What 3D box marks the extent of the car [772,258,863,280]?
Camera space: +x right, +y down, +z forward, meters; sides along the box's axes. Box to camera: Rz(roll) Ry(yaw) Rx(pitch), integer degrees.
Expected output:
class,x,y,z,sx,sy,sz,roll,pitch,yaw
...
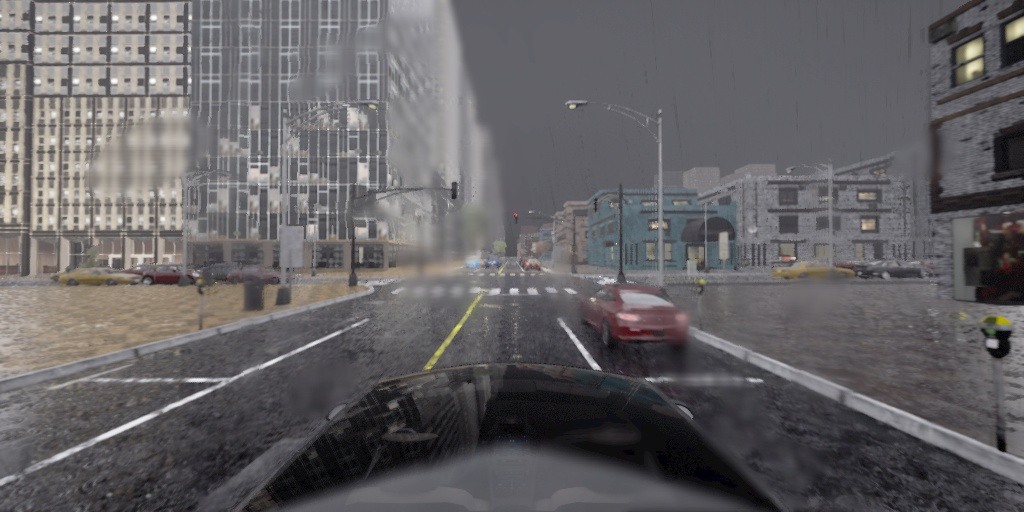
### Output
class,x,y,z,sx,sy,sz,roll,pitch,yaw
car,20.689,0.969,24.648,4.829,1.417,1.751,0,0,1

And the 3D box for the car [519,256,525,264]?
class,x,y,z,sx,sy,sz,roll,pitch,yaw
car,2.690,1.001,58.201,2.192,1.841,5.009,0,0,0

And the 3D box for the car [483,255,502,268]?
class,x,y,z,sx,sy,sz,roll,pitch,yaw
car,-3.046,0.907,57.556,2.150,2.045,5.566,0,0,1

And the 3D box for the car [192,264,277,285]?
class,x,y,z,sx,sy,sz,roll,pitch,yaw
car,-21.376,1.382,27.754,4.902,1.511,2.128,0,-1,1

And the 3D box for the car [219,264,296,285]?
class,x,y,z,sx,sy,sz,roll,pitch,yaw
car,-17.420,1.386,25.014,4.207,1.307,1.802,0,0,1

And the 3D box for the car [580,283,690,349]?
class,x,y,z,sx,sy,sz,roll,pitch,yaw
car,2.814,1.326,8.890,1.802,1.307,4.207,0,0,0

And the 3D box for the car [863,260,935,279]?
class,x,y,z,sx,sy,sz,roll,pitch,yaw
car,26.051,0.943,24.597,4.403,1.370,2.007,0,0,1

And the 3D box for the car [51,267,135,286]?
class,x,y,z,sx,sy,sz,roll,pitch,yaw
car,-28.616,1.439,25.121,4.829,1.417,1.751,0,0,1

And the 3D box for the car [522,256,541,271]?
class,x,y,z,sx,sy,sz,roll,pitch,yaw
car,2.690,1.140,46.853,1.967,1.591,4.097,0,0,0

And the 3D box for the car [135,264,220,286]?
class,x,y,z,sx,sy,sz,roll,pitch,yaw
car,-23.103,1.299,25.068,4.097,1.591,1.967,0,0,1

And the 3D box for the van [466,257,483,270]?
class,x,y,z,sx,sy,sz,roll,pitch,yaw
van,-5.691,1.034,52.488,1.690,1.789,3.998,0,0,0
